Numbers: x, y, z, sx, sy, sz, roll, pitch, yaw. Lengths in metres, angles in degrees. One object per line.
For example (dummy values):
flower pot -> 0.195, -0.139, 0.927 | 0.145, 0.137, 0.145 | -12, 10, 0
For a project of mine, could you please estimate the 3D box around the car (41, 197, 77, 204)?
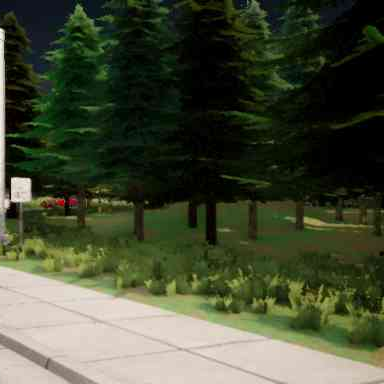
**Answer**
car -> -18.749, 1.322, 47.670 | 2.150, 2.045, 5.566 | 0, 0, 33
